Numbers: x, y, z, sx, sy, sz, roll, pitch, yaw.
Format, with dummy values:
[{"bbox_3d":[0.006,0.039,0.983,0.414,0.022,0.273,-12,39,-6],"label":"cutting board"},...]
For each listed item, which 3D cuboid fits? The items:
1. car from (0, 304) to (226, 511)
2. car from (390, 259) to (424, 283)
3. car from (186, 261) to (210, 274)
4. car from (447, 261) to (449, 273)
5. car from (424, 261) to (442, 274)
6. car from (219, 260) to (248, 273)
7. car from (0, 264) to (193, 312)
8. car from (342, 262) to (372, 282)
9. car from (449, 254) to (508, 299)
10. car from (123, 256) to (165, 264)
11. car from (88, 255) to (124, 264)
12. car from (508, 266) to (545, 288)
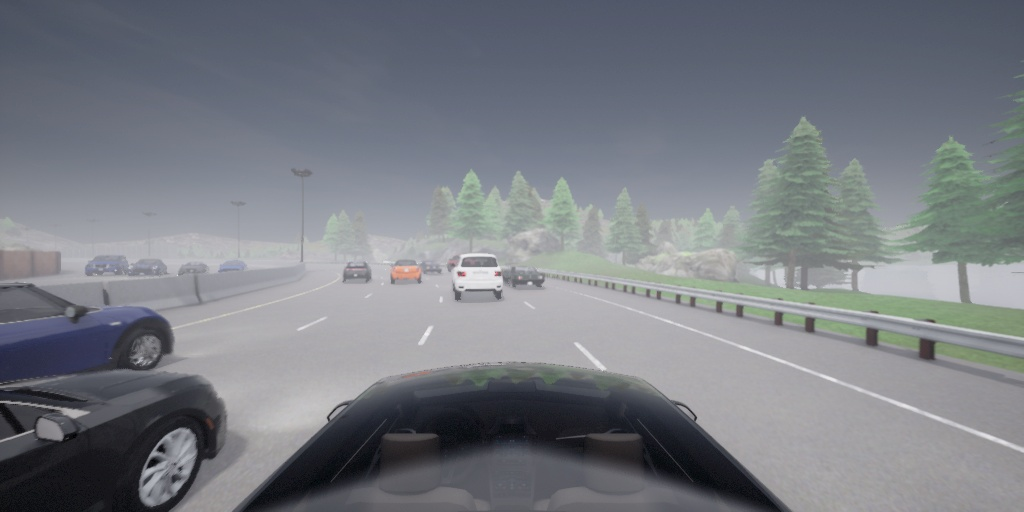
[{"bbox_3d":[-3.555,1.257,1.316,1.837,1.490,4.892,1,0,0],"label":"car"},{"bbox_3d":[-8.137,1.037,27.362,2.097,1.767,4.553,0,0,-18],"label":"car"},{"bbox_3d":[-31.832,1.242,36.049,1.994,1.385,4.181,0,0,-33],"label":"car"},{"bbox_3d":[-5.510,0.870,39.409,2.150,2.045,5.566,0,0,-26],"label":"car"},{"bbox_3d":[-9.048,1.202,38.768,2.033,1.411,5.357,0,0,-26],"label":"car"},{"bbox_3d":[-26.961,1.156,34.820,1.882,1.535,5.008,0,0,-31],"label":"car"},{"bbox_3d":[-7.191,1.100,4.653,2.097,1.767,4.553,0,0,-3],"label":"car"},{"bbox_3d":[-12.068,1.178,28.053,2.128,1.511,4.902,0,0,-20],"label":"car"},{"bbox_3d":[-1.855,0.928,17.885,2.150,2.045,5.566,0,0,-11],"label":"car"},{"bbox_3d":[-35.051,1.035,34.596,2.097,1.767,4.553,0,0,-35],"label":"car"},{"bbox_3d":[-39.879,0.907,35.507,2.150,2.045,5.566,0,0,-37],"label":"car"},{"bbox_3d":[0.486,1.292,23.128,1.895,1.301,4.718,0,0,-14],"label":"car"}]
